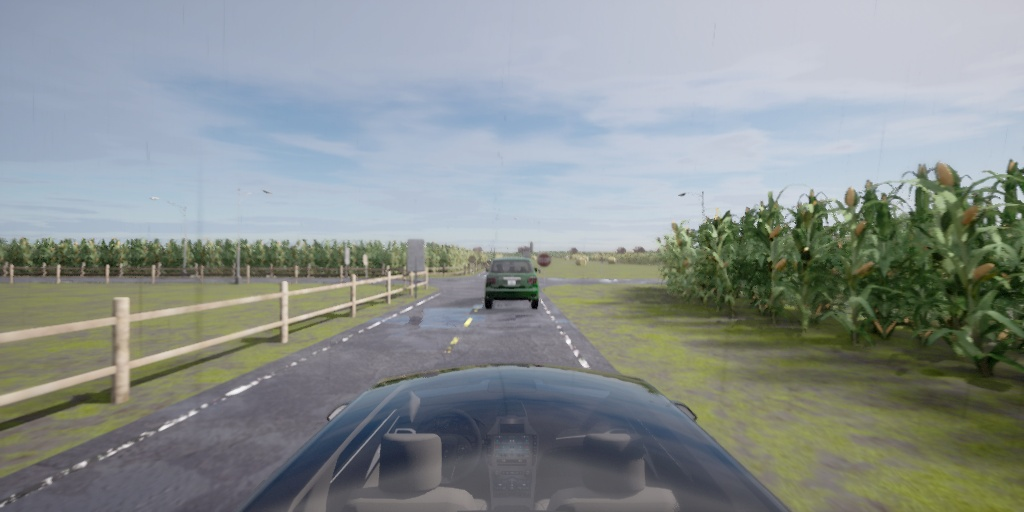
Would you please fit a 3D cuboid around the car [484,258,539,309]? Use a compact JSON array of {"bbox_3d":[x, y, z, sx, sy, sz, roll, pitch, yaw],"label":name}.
[{"bbox_3d":[-0.009,1.093,15.881,2.150,2.045,5.566,0,0,0],"label":"car"}]
